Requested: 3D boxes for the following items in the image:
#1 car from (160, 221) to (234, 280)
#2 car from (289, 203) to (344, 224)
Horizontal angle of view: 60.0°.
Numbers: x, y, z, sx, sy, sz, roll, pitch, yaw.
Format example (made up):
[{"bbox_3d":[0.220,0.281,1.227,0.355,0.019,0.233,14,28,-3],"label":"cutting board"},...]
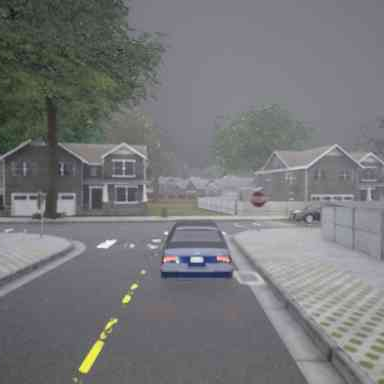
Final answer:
[{"bbox_3d":[0.103,1.571,9.962,2.033,1.411,5.357,0,0,0],"label":"car"},{"bbox_3d":[9.868,1.604,25.584,4.892,1.490,1.837,0,0,-12],"label":"car"}]
